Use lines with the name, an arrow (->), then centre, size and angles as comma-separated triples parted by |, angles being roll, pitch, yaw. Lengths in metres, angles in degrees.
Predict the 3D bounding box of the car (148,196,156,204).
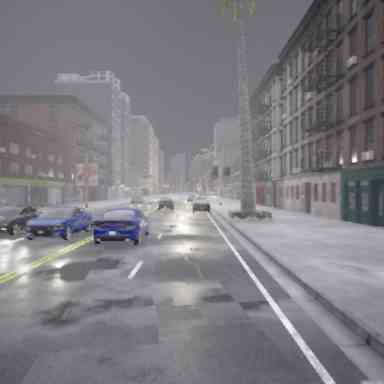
car -> -6.542, 1.503, 58.188 | 1.812, 1.442, 4.674 | 0, 0, 1

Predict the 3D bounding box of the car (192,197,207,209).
car -> 0.963, 1.441, 45.292 | 1.801, 1.575, 5.366 | 0, 0, 0

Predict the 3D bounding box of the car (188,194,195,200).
car -> -0.023, 1.362, 91.658 | 1.895, 1.301, 4.718 | 0, 0, 0

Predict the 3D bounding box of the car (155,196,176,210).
car -> -3.161, 1.492, 41.808 | 1.837, 1.490, 4.892 | 0, 0, 0

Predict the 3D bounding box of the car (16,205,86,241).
car -> -6.602, 1.473, 17.000 | 1.882, 1.535, 5.008 | 0, 0, 0

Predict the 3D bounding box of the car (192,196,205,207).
car -> 0.961, 1.439, 51.291 | 1.801, 1.575, 5.366 | 0, 0, 0

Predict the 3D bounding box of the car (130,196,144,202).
car -> -9.793, 1.479, 59.358 | 1.837, 1.490, 4.892 | 0, 0, 1

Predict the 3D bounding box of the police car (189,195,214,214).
police car -> 0.965, 1.415, 35.211 | 1.930, 1.638, 5.238 | 0, 0, 0

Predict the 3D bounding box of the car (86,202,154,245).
car -> -3.154, 1.473, 15.628 | 1.882, 1.535, 5.008 | 0, 0, 0

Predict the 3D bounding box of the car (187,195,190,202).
car -> -0.018, 1.419, 69.327 | 1.994, 1.385, 4.181 | 0, 0, 0

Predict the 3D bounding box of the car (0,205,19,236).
car -> -9.851, 1.500, 18.425 | 1.837, 1.490, 4.892 | 0, 0, 0
